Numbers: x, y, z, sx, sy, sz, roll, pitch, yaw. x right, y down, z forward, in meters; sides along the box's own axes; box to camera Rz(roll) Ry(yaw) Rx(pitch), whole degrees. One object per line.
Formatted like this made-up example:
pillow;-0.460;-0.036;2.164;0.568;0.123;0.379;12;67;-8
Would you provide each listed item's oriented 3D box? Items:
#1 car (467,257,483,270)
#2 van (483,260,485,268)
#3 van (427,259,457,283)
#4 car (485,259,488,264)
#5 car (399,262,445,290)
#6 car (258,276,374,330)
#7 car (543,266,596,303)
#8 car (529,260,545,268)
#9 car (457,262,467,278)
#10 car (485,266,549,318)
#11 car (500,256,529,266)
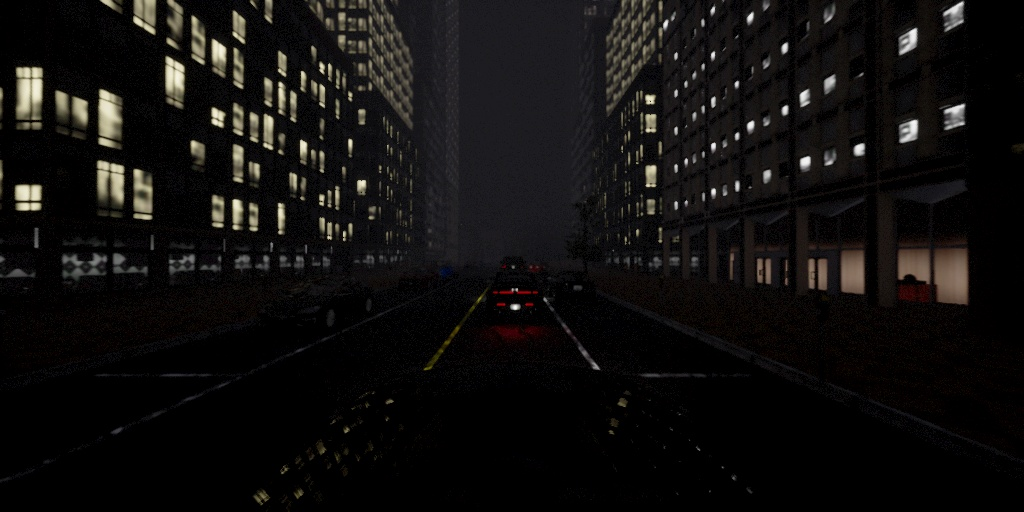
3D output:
car;-5.699;1.213;50.839;1.967;1.591;4.097;0;0;0
van;-5.700;1.115;56.532;1.690;1.789;3.998;0;0;0
van;-5.695;1.107;28.071;1.690;1.789;3.998;0;0;0
car;-5.701;1.341;62.224;1.948;1.339;4.313;0;0;0
car;-5.694;1.308;22.378;1.888;1.381;4.507;0;0;0
car;-5.692;1.307;10.994;2.007;1.370;4.403;0;0;0
car;2.688;1.326;16.675;1.948;1.339;4.313;0;0;0
car;2.684;1.210;39.442;1.967;1.591;4.097;0;0;0
car;-5.696;1.351;33.763;1.802;1.307;4.207;0;0;0
car;0.098;1.263;13.067;1.837;1.490;4.892;0;0;0
car;0.094;0.989;31.569;2.150;2.045;5.566;0;0;0
